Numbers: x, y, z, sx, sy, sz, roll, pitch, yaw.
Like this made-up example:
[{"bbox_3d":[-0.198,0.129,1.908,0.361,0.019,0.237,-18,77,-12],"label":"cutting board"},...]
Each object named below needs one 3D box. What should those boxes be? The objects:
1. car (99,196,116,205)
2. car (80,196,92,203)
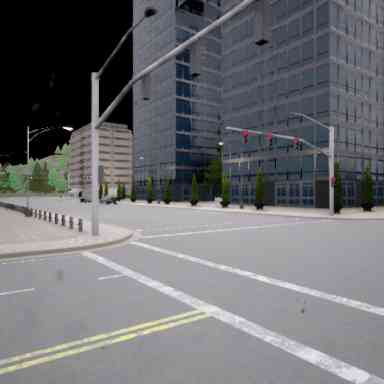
[{"bbox_3d":[-14.560,1.457,57.065,1.837,1.490,4.892,0,0,-35],"label":"car"},{"bbox_3d":[-20.624,1.500,65.715,2.033,1.411,5.357,0,0,-33],"label":"car"}]
